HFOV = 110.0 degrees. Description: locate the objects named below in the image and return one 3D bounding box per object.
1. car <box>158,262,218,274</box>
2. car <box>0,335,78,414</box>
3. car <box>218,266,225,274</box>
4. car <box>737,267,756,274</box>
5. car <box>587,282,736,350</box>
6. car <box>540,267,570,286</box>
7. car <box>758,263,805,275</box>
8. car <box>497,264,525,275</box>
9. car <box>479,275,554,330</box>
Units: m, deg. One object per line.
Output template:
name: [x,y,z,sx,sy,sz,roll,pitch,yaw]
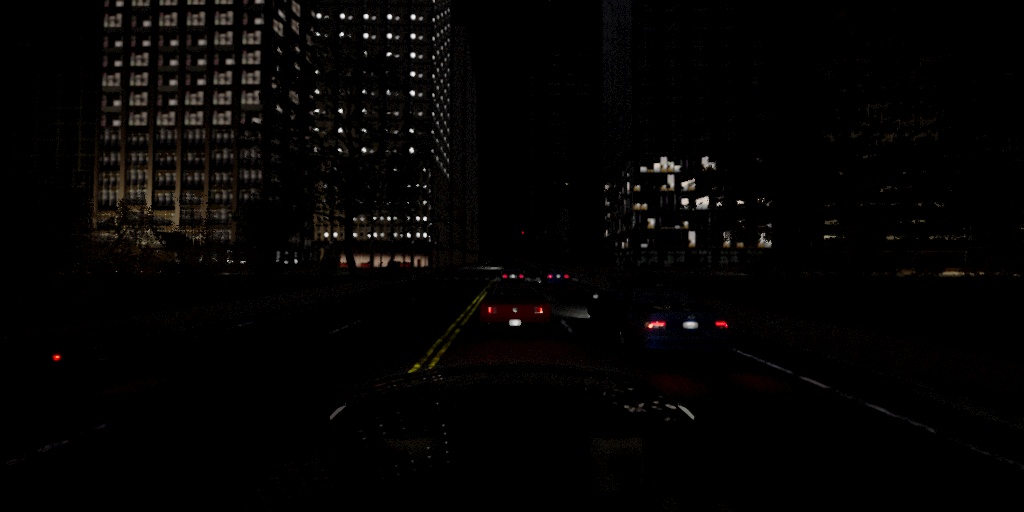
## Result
car: [-39.178,1.484,43.386,4.902,1.511,2.128,0,-1,2]
car: [-6.600,1.302,2.205,2.033,1.411,5.357,0,-1,0]
car: [-39.979,1.633,46.667,4.181,1.385,1.994,0,-1,2]
car: [34.981,1.850,50.715,5.357,1.411,2.033,0,-1,2]
car: [3.339,1.368,9.233,2.033,1.411,5.357,0,0,0]
car: [3.329,1.536,28.221,2.033,1.411,5.357,0,-1,0]
car: [35.781,1.719,47.447,4.902,1.511,2.128,0,-1,2]
car: [0.078,1.536,28.243,2.033,1.411,5.357,0,-1,0]
car: [0.087,1.441,11.433,1.895,1.301,4.718,0,-1,0]
